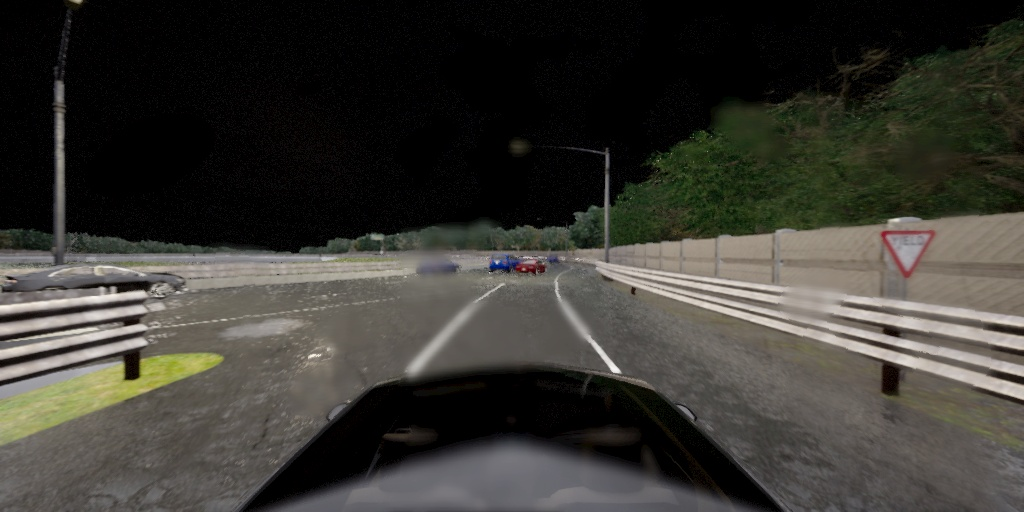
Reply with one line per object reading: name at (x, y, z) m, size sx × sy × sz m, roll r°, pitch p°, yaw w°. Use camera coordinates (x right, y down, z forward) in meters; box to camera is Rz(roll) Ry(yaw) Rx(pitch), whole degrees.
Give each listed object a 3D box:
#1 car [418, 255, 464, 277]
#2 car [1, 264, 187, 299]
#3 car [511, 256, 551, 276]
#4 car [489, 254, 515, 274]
car at (-6.504, 0.898, 32.663) m, size 2.097 × 1.767 × 4.553 m, roll 0°, pitch 0°, yaw 23°
car at (-16.560, 1.070, 14.616) m, size 2.128 × 1.511 × 4.902 m, roll 1°, pitch 0°, yaw 35°
car at (1.949, 1.062, 34.981) m, size 1.882 × 1.535 × 5.008 m, roll 1°, pitch 0°, yaw 21°
car at (-0.622, 0.776, 37.999) m, size 2.150 × 2.045 × 5.566 m, roll 1°, pitch 0°, yaw 19°
